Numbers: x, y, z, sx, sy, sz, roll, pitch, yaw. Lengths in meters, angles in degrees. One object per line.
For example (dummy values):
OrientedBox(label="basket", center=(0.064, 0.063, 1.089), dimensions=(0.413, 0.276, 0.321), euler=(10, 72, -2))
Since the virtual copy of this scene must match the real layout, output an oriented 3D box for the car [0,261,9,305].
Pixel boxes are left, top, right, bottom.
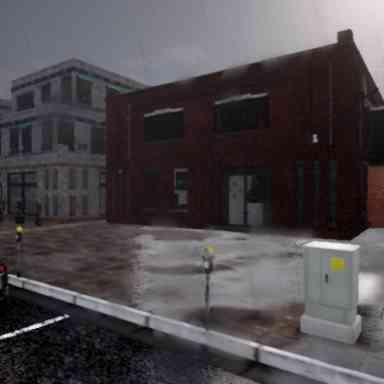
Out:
OrientedBox(label="car", center=(-5.372, 1.598, 6.701), dimensions=(4.313, 1.339, 1.947), euler=(0, 0, 35))
